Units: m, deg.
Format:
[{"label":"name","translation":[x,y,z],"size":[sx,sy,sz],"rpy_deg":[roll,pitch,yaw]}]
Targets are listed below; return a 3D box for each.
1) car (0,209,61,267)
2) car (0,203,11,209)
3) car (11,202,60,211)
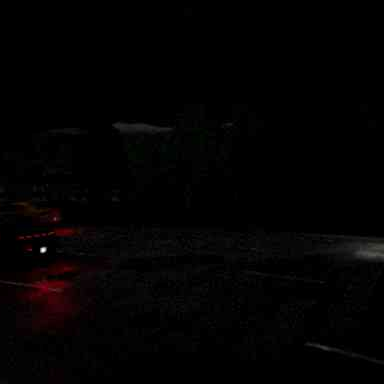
[{"label":"car","translation":[-6.604,1.428,10.566],"size":[4.892,1.490,1.837],"rpy_deg":[0,0,21]},{"label":"car","translation":[-11.659,1.378,15.870],"size":[4.902,1.511,2.128],"rpy_deg":[0,0,13]},{"label":"car","translation":[-10.012,1.338,19.084],"size":[5.008,1.535,1.882],"rpy_deg":[0,0,14]}]
